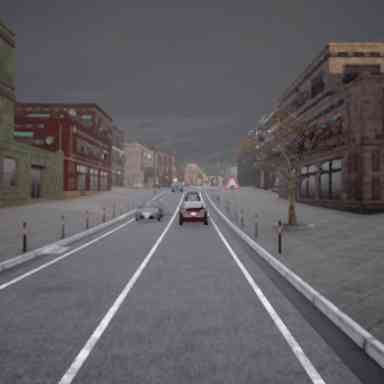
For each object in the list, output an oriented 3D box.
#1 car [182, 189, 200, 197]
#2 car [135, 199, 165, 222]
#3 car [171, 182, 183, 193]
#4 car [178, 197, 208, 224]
[{"bbox_3d":[0.085,0.720,41.556,2.033,1.649,4.856,0,3,0],"label":"car"},{"bbox_3d":[-3.101,1.349,25.250,2.128,1.511,4.902,0,1,0],"label":"car"},{"bbox_3d":[-2.902,-0.902,66.439,2.150,2.045,5.566,0,3,1],"label":"car"},{"bbox_3d":[0.092,1.394,23.760,2.163,1.488,4.792,0,1,0],"label":"car"}]
